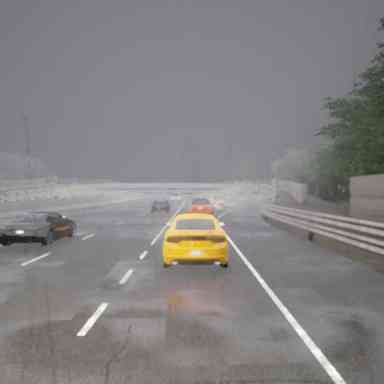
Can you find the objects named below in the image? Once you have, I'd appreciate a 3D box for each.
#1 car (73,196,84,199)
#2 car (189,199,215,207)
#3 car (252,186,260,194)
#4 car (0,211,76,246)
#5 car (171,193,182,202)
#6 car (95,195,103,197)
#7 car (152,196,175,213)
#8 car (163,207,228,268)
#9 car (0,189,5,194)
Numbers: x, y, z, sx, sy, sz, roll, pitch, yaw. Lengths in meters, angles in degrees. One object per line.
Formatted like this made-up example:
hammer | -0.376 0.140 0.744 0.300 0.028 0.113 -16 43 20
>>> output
car | -24.506 1.517 71.986 1.812 1.442 4.674 0 0 0
car | 0.905 1.376 29.309 2.097 1.767 4.553 0 0 6
car | 17.894 -0.141 93.508 1.895 1.301 4.718 0 3 12
car | -6.876 1.576 15.301 1.994 1.385 4.181 0 0 0
car | -3.509 1.217 72.718 2.150 2.045 5.566 0 0 0
car | -24.623 1.448 87.824 1.994 1.385 4.181 0 0 0
car | -3.422 1.523 37.513 2.128 1.511 4.902 0 0 0
car | 0.114 1.487 11.402 1.882 1.535 5.008 0 0 0
car | -47.944 0.162 82.080 2.097 1.767 4.553 0 2 -15
